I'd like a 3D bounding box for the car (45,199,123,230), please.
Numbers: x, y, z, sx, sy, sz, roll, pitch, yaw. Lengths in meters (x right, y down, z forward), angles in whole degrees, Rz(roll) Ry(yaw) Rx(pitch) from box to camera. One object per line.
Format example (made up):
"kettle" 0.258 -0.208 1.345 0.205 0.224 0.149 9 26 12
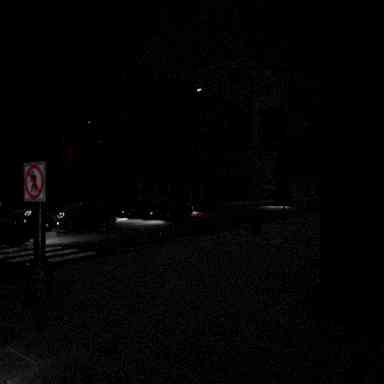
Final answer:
"car" -6.910 1.292 20.632 2.097 1.767 4.553 0 0 35

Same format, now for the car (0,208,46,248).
"car" -8.595 1.514 12.280 2.033 1.411 5.357 0 0 35

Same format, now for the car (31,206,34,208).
"car" -9.634 1.298 22.411 2.097 1.767 4.553 0 0 35

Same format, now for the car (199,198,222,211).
"car" 1.400 1.413 38.002 2.033 1.411 5.357 0 0 36

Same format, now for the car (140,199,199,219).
"car" -1.775 1.408 27.888 1.837 1.490 4.892 0 0 35

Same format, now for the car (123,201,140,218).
"car" -4.645 1.474 29.471 1.994 1.385 4.181 0 0 35

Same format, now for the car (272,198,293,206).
"car" 13.542 1.318 49.373 1.812 1.442 4.674 0 0 35
